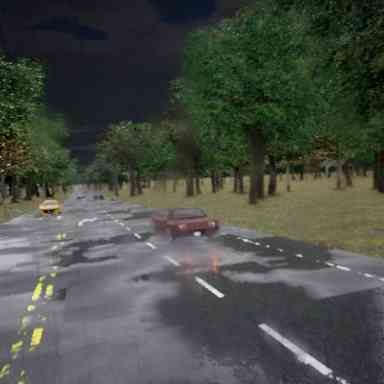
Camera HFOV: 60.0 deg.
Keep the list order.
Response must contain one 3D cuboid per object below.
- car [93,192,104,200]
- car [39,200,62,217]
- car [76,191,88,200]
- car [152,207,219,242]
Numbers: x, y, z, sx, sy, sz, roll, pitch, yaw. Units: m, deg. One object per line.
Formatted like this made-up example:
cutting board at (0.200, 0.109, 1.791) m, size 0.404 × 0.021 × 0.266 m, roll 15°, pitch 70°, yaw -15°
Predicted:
car at (-20.935, 0.875, 74.071) m, size 2.097 × 1.767 × 4.553 m, roll -4°, pitch 2°, yaw -19°
car at (-14.549, 1.628, 34.335) m, size 1.882 × 1.535 × 5.008 m, roll -4°, pitch 1°, yaw -19°
car at (-27.047, 1.139, 81.059) m, size 1.882 × 1.535 × 5.008 m, roll -4°, pitch 2°, yaw -19°
car at (-0.522, 1.352, 15.142) m, size 1.895 × 1.301 × 4.718 m, roll -4°, pitch 1°, yaw -19°
